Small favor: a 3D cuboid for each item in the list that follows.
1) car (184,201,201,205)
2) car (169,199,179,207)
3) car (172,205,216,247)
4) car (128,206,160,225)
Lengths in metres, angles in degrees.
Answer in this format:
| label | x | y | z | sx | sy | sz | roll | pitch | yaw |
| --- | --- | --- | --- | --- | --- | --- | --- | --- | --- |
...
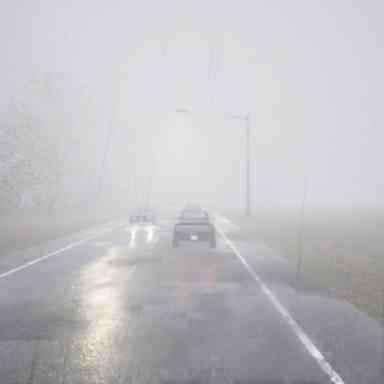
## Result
| label | x | y | z | sx | sy | sz | roll | pitch | yaw |
| --- | --- | --- | --- | --- | --- | --- | --- | --- | --- |
| car | 0.061 | 1.826 | 39.869 | 2.128 | 1.511 | 4.902 | 0 | 0 | 0 |
| car | -3.571 | 2.075 | 66.130 | 1.882 | 1.535 | 5.008 | 0 | -1 | 0 |
| car | 0.086 | 1.603 | 15.606 | 2.128 | 1.511 | 4.902 | 0 | 0 | 0 |
| car | -3.614 | 1.765 | 25.711 | 1.994 | 1.385 | 4.181 | 0 | -1 | 0 |
